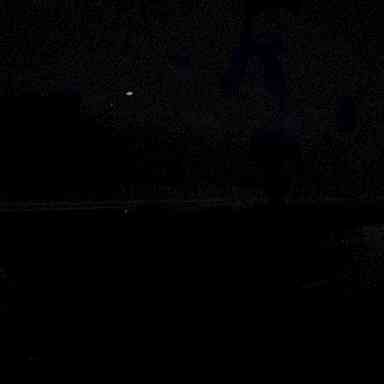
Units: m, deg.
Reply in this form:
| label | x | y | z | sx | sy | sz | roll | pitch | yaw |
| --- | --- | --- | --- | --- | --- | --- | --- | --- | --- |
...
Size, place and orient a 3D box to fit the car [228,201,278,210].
| label | x | y | z | sx | sy | sz | roll | pitch | yaw |
| --- | --- | --- | --- | --- | --- | --- | --- | --- | --- |
| car | 5.069 | 1.619 | 24.791 | 4.718 | 1.301 | 1.895 | 0 | 0 | -35 |

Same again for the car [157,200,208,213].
| label | x | y | z | sx | sy | sz | roll | pitch | yaw |
| --- | --- | --- | --- | --- | --- | --- | --- | --- | --- |
| car | -0.557 | 1.582 | 29.374 | 4.181 | 1.385 | 1.994 | 0 | 0 | -35 |

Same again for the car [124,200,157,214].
| label | x | y | z | sx | sy | sz | roll | pitch | yaw |
| --- | --- | --- | --- | --- | --- | --- | --- | --- | --- |
| car | -3.947 | 1.509 | 31.258 | 4.902 | 1.511 | 2.128 | 0 | 0 | -35 |
